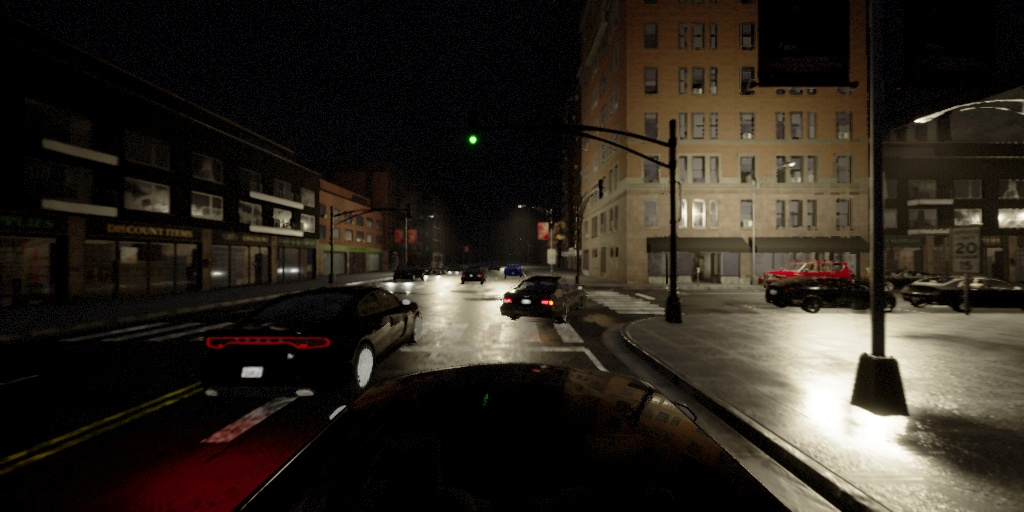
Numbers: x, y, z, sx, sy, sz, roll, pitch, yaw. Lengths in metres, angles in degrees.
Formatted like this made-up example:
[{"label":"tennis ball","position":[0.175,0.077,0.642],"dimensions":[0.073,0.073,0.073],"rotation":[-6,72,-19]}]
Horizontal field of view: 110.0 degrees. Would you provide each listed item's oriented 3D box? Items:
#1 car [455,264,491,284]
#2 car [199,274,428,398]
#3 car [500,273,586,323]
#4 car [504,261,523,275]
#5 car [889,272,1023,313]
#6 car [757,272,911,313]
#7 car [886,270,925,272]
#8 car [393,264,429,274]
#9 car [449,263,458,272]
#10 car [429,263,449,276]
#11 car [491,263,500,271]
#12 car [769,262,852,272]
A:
[{"label":"car","position":[-3.142,1.598,30.209],"dimensions":[2.033,1.411,5.357],"rotation":[0,-1,0]},{"label":"car","position":[-3.148,1.281,6.824],"dimensions":[1.882,1.535,5.008],"rotation":[0,-1,0]},{"label":"car","position":[1.327,1.414,12.872],"dimensions":[2.033,1.411,5.357],"rotation":[0,-1,21]},{"label":"car","position":[0.116,1.622,38.826],"dimensions":[1.882,1.535,5.008],"rotation":[0,-1,0]},{"label":"car","position":[18.065,1.449,14.114],"dimensions":[4.403,1.370,2.007],"rotation":[0,0,0]},{"label":"car","position":[12.403,1.465,14.141],"dimensions":[4.313,1.339,1.948],"rotation":[0,0,0]},{"label":"car","position":[23.766,1.510,22.111],"dimensions":[4.313,1.339,1.948],"rotation":[0,0,0]},{"label":"car","position":[-9.827,1.575,34.469],"dimensions":[1.882,1.535,5.008],"rotation":[0,-1,2]},{"label":"car","position":[-9.775,1.958,61.602],"dimensions":[1.994,1.385,4.181],"rotation":[0,0,0]},{"label":"car","position":[-9.816,1.727,46.261],"dimensions":[1.837,1.490,4.892],"rotation":[0,1,0]},{"label":"car","position":[-3.228,1.986,64.050],"dimensions":[1.994,1.385,4.181],"rotation":[0,-1,0]},{"label":"car","position":[18.104,1.259,22.139],"dimensions":[5.009,1.841,2.192],"rotation":[0,0,0]}]
